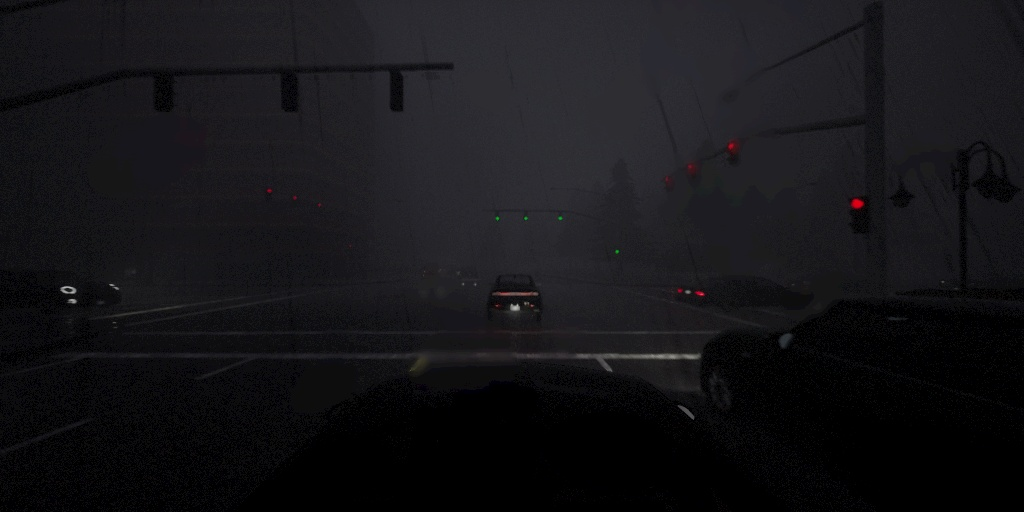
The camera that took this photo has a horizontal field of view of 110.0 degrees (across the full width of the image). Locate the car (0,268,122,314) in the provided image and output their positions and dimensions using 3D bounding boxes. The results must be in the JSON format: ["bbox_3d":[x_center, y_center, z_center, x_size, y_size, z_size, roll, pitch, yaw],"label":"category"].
[{"bbox_3d":[-18.991,1.323,14.652,4.553,1.767,2.097,0,-1,0],"label":"car"}]

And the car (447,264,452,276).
[{"bbox_3d":[-8.168,1.861,47.875,1.812,1.442,4.674,0,-1,-29],"label":"car"}]

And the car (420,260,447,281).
[{"bbox_3d":[-7.991,1.542,36.427,2.097,1.767,4.553,0,-1,-13],"label":"car"}]

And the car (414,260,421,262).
[{"bbox_3d":[-13.625,1.660,56.064,2.150,2.045,5.566,1,-1,-41],"label":"car"}]

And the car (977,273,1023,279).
[{"bbox_3d":[28.830,1.655,21.474,4.718,1.301,1.895,0,-1,1],"label":"car"}]

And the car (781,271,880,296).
[{"bbox_3d":[19.011,1.619,21.553,4.181,1.385,1.994,0,-1,0],"label":"car"}]

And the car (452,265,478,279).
[{"bbox_3d":[-5.109,1.800,40.076,1.994,1.385,4.181,0,-1,-18],"label":"car"}]

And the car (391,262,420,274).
[{"bbox_3d":[-15.548,1.998,52.754,1.895,1.301,4.718,1,-1,-40],"label":"car"}]

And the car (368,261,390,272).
[{"bbox_3d":[-23.312,2.036,59.894,5.357,1.411,2.033,0,-1,34],"label":"car"}]

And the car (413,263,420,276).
[{"bbox_3d":[-10.626,1.900,45.018,1.895,1.301,4.718,0,-1,-26],"label":"car"}]

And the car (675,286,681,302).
[{"bbox_3d":[9.646,1.520,14.905,5.357,1.411,2.033,0,-1,-8],"label":"car"}]

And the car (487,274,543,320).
[{"bbox_3d":[0.102,1.434,13.538,2.128,1.511,4.902,0,-1,0],"label":"car"}]

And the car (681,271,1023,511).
[{"bbox_3d":[3.608,1.119,3.066,2.097,1.767,4.553,0,-1,0],"label":"car"}]
